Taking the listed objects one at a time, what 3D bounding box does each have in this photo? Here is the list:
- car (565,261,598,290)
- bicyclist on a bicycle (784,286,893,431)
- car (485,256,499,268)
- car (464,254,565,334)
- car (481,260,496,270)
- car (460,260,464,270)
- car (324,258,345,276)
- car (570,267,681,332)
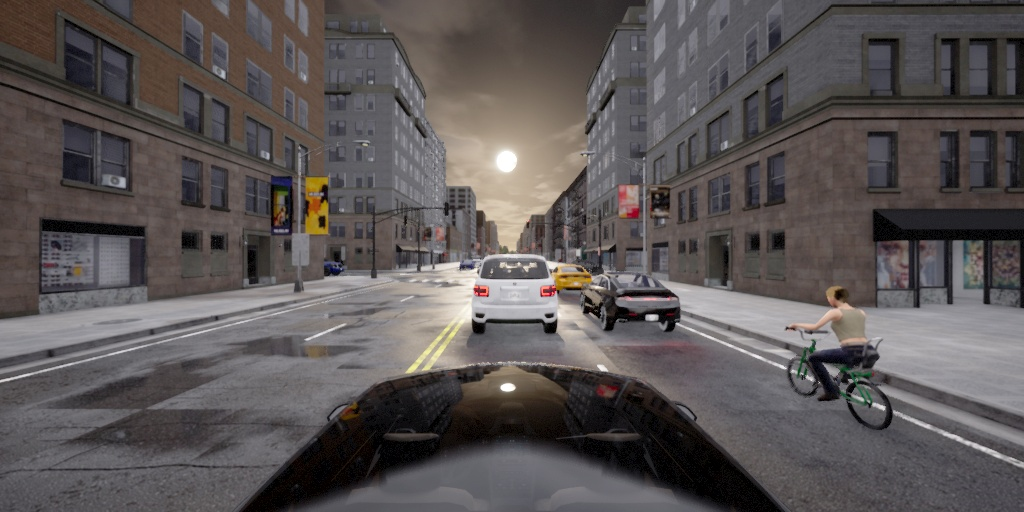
[{"bbox_3d":[3.201,1.235,20.391,1.882,1.535,5.008,0,0,0],"label":"car"},{"bbox_3d":[4.124,1.187,4.628,0.866,1.612,1.509,0,0,0],"label":"bicyclist on a bicycle"},{"bbox_3d":[-3.475,1.007,64.152,2.150,2.045,5.566,0,0,0],"label":"car"},{"bbox_3d":[0.074,0.975,10.828,2.150,2.045,5.566,0,0,0],"label":"car"},{"bbox_3d":[-3.473,1.343,53.158,1.994,1.385,4.181,0,0,0],"label":"car"},{"bbox_3d":[-6.732,1.258,54.166,1.882,1.535,5.008,0,0,0],"label":"car"},{"bbox_3d":[-19.820,0.964,35.900,5.566,2.045,2.150,0,0,2],"label":"car"},{"bbox_3d":[3.318,1.245,10.901,2.128,1.511,4.902,0,0,0],"label":"car"}]
